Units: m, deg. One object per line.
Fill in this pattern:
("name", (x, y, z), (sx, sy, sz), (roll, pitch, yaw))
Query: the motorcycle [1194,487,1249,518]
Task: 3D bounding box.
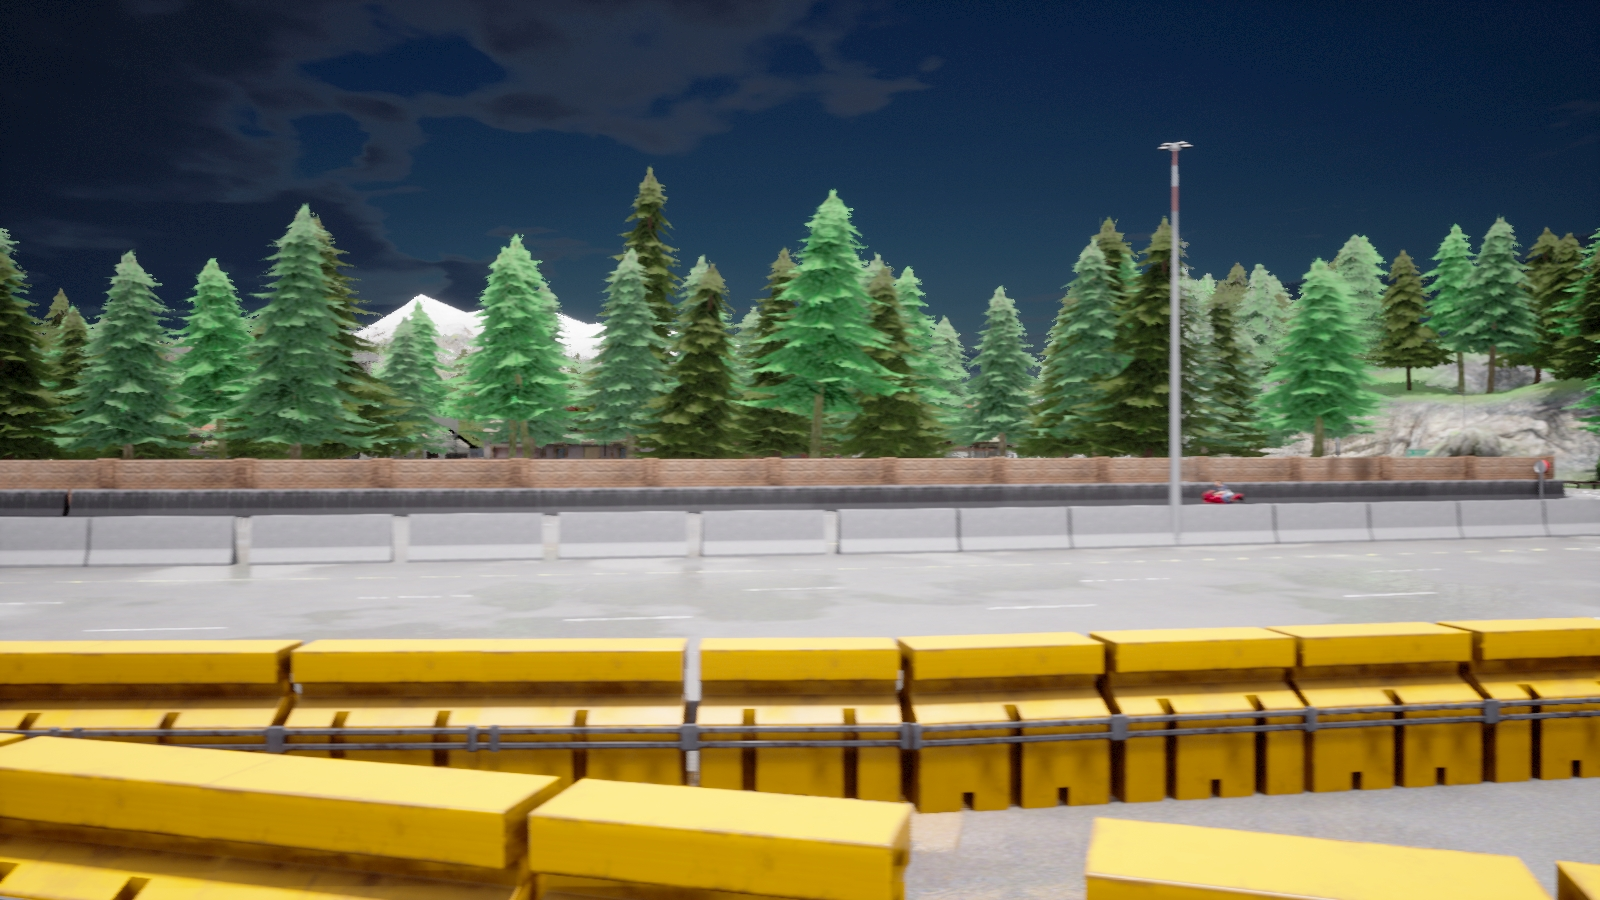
("motorcycle", (17.439, 2.155, 47.298), (2.033, 1.217, 0.803), (0, 0, -15))
